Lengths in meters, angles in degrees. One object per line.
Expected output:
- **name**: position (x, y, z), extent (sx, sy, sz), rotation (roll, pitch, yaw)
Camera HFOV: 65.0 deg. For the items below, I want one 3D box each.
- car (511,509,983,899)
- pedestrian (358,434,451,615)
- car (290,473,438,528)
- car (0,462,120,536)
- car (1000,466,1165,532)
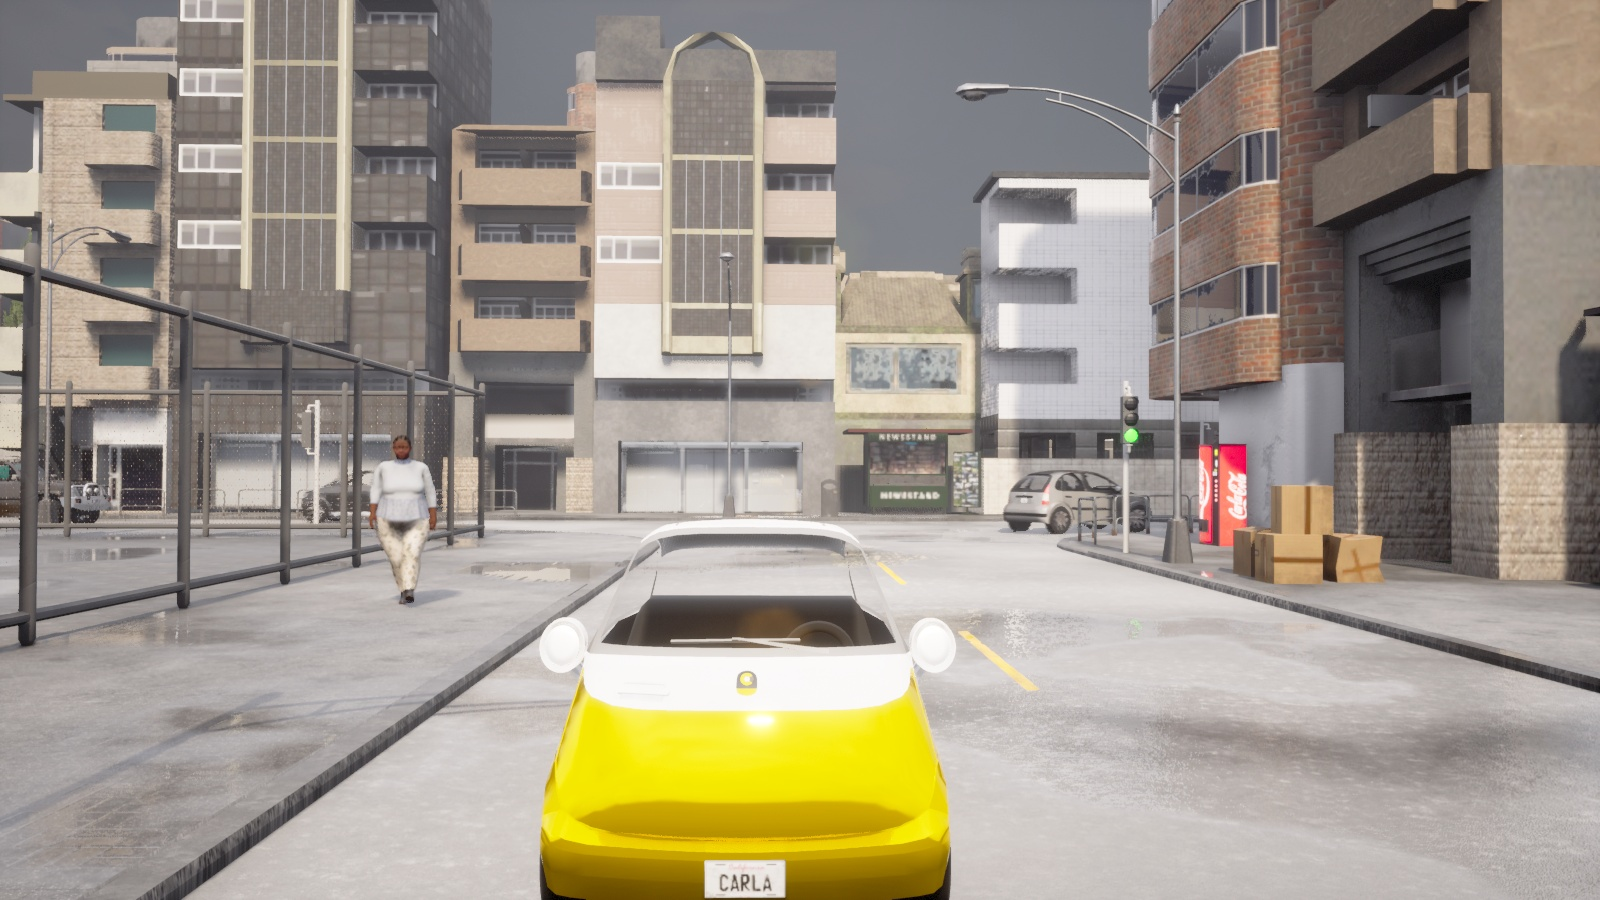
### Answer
- **car**: position (-0.190, 0.955, 5.061), extent (1.481, 1.376, 2.207), rotation (0, -1, -1)
- **pedestrian**: position (-4.203, 0.766, 13.419), extent (0.874, 1.855, 0.900), rotation (0, -1, -13)
- **car**: position (-12.718, 1.460, 36.782), extent (3.705, 1.549, 1.789), rotation (0, -1, -1)
- **car**: position (-20.481, 1.259, 32.573), extent (4.605, 1.855, 1.932), rotation (0, -1, -1)
- **car**: position (7.394, 1.232, 32.793), extent (3.988, 1.617, 1.851), rotation (0, -1, -29)
